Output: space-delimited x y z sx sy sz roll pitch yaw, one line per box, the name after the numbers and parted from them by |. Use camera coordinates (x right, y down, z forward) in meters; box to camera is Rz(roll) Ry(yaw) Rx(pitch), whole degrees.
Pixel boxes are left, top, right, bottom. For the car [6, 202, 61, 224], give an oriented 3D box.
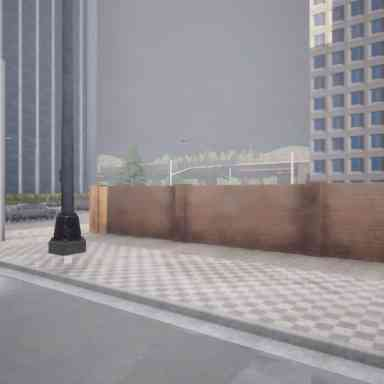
-12.371 1.564 25.193 1.994 1.385 4.181 0 0 36 | car

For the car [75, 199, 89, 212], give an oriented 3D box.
-12.432 1.547 37.497 2.033 1.411 5.357 0 0 35 | car
